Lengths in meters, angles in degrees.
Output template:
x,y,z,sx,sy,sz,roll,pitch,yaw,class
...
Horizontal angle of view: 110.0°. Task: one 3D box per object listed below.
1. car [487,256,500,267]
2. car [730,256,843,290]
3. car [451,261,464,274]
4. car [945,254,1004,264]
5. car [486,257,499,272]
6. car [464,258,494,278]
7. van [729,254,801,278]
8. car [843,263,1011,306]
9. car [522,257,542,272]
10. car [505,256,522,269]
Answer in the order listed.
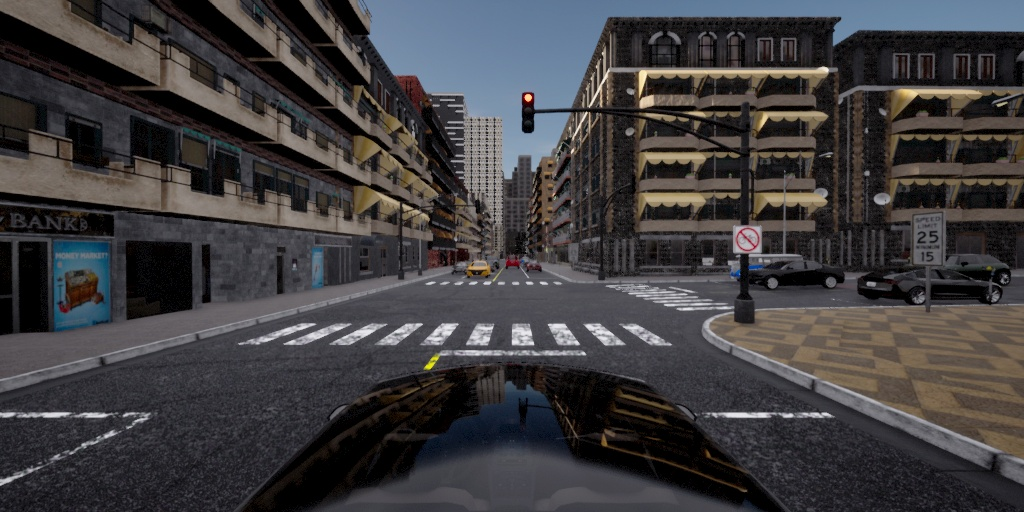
x,y,z,sx,sy,sz,roll,pitch,yaw,class
-3.067,0.981,55.054,2.150,2.045,5.566,0,0,0,car
15.069,0.949,19.480,5.008,1.535,1.882,-1,0,-1,car
-5.676,1.302,39.975,2.007,1.370,4.403,0,0,0,car
23.920,0.684,19.598,4.553,1.767,2.097,-1,0,-1,car
-3.080,1.246,44.440,2.128,1.511,4.902,0,0,0,car
-3.088,1.227,34.036,1.882,1.535,5.008,0,0,0,car
15.663,0.781,22.083,3.998,1.789,1.690,0,0,-1,van
15.777,1.076,13.703,4.313,1.339,1.948,0,0,-1,car
2.706,1.194,45.494,1.967,1.591,4.097,0,0,0,car
0.117,0.985,57.704,2.150,2.045,5.566,0,0,0,car
